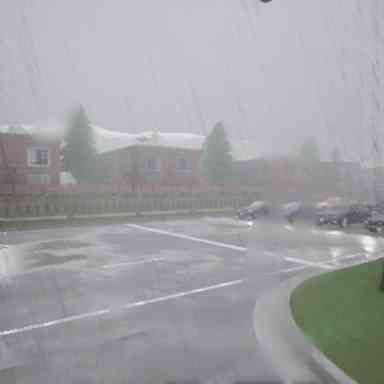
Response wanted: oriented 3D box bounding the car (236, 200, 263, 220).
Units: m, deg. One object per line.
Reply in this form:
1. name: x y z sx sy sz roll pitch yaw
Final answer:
1. car: 5.638 1.385 26.666 4.674 1.442 1.812 0 0 -36

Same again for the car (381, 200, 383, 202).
1. car: 18.204 1.394 31.404 4.718 1.301 1.895 0 0 -36

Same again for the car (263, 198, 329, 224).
1. car: 7.500 1.391 23.695 4.674 1.442 1.812 0 0 -36

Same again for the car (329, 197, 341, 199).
1. car: 14.081 1.279 32.744 5.008 1.535 1.882 -1 0 -36

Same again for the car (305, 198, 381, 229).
1. car: 9.525 1.376 20.841 4.892 1.490 1.837 0 0 -36

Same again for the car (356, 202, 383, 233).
1. car: 11.311 1.426 17.815 5.357 1.411 2.033 0 0 -36
